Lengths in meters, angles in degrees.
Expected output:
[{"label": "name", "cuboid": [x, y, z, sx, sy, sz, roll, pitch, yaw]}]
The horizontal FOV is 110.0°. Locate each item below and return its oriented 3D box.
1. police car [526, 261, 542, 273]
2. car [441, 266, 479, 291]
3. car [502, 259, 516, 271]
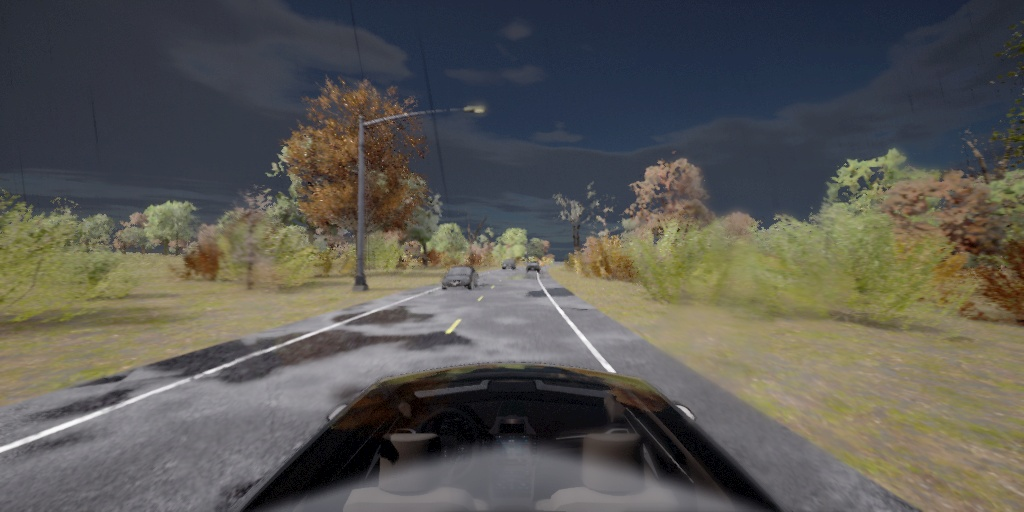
[{"label": "police car", "cuboid": [3.040, 1.622, 52.411, 1.930, 1.638, 5.238, 0, -1, 5]}, {"label": "car", "cuboid": [-3.234, 1.408, 23.203, 1.837, 1.490, 4.892, 0, -1, 2]}, {"label": "car", "cuboid": [-0.506, 1.546, 63.945, 2.150, 2.045, 5.566, 0, 0, 6]}]
